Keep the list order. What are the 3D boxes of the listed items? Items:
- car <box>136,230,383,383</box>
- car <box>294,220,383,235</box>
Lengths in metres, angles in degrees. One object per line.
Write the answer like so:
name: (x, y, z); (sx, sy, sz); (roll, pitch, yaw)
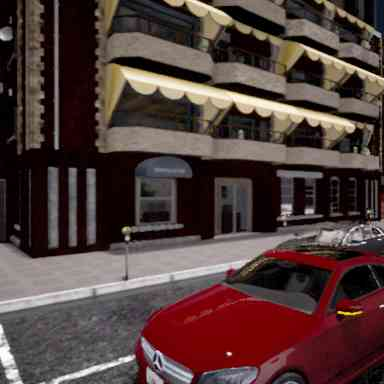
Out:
car: (1.546, 1.519, 4.480); (4.674, 1.442, 1.812); (0, 0, -35)
car: (4.166, 1.533, 9.544); (4.403, 1.369, 2.008); (0, 0, -36)
